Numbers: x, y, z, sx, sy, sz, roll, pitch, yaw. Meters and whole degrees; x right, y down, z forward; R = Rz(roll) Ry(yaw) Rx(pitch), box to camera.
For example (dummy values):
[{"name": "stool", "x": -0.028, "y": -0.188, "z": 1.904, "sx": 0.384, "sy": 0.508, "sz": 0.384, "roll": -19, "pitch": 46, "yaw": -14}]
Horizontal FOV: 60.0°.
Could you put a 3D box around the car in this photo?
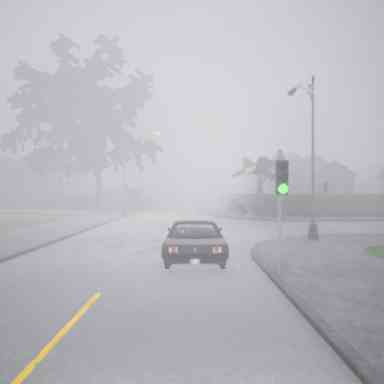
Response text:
[{"name": "car", "x": 0.091, "y": 1.596, "z": 11.234, "sx": 1.895, "sy": 1.301, "sz": 4.718, "roll": 0, "pitch": 0, "yaw": 0}]
